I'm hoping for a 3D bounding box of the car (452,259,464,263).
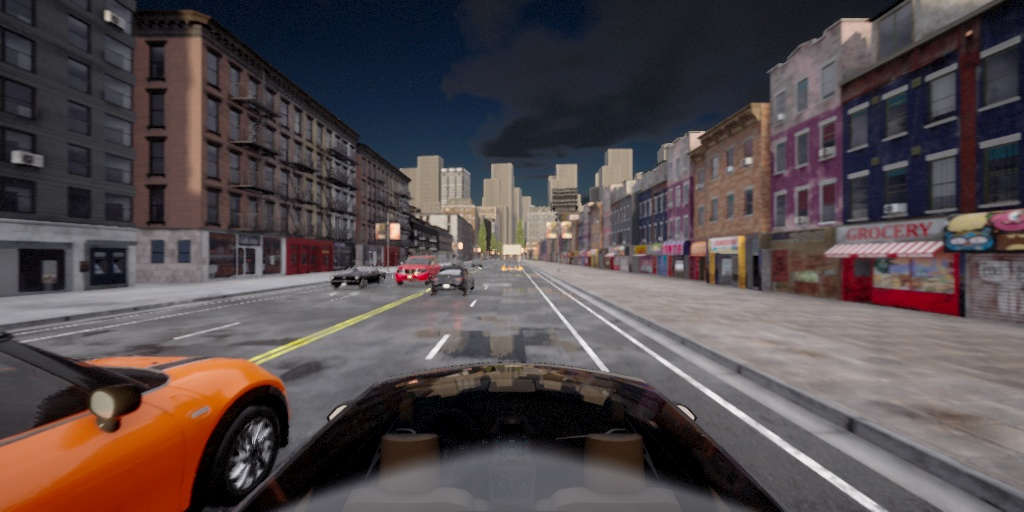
[{"bbox_3d":[-9.762,1.369,64.540,1.837,1.490,4.892,0,0,0],"label":"car"}]

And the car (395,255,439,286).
[{"bbox_3d":[-6.593,0.979,25.842,2.150,2.045,5.566,0,0,0],"label":"car"}]

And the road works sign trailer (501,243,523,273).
[{"bbox_3d":[0.004,0.251,43.732,2.380,3.560,2.880,0,0,0],"label":"road works sign trailer"}]

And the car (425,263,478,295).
[{"bbox_3d":[-3.150,1.277,19.516,1.812,1.442,4.674,0,0,0],"label":"car"}]

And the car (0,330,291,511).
[{"bbox_3d":[-3.154,1.102,1.545,2.097,1.767,4.553,0,0,0],"label":"car"}]

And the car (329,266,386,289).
[{"bbox_3d":[-9.848,1.356,23.236,1.895,1.301,4.718,0,0,0],"label":"car"}]
